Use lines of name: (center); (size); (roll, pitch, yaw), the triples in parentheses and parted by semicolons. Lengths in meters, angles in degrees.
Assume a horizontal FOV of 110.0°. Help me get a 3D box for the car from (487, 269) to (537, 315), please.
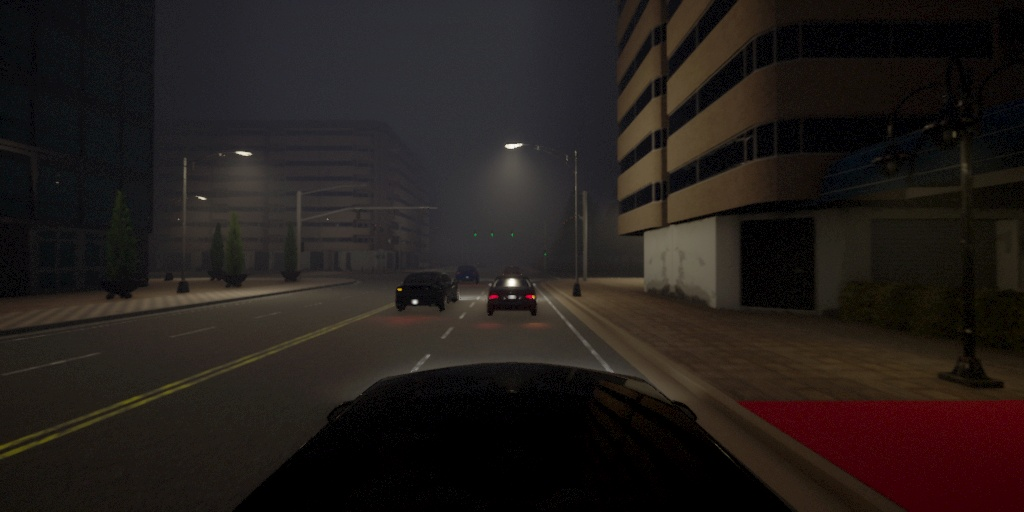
car: (0.008, 1.434, 14.355); (2.033, 1.411, 5.357); (0, -1, 0)

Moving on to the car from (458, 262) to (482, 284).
car: (-3.975, 1.530, 31.017); (1.882, 1.535, 5.008); (0, 0, -10)

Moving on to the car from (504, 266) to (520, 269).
car: (0.029, 1.582, 30.727); (1.812, 1.442, 4.674); (0, 0, 1)

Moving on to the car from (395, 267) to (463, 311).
car: (-3.483, 1.404, 15.342); (1.837, 1.490, 4.892); (0, 0, 0)
